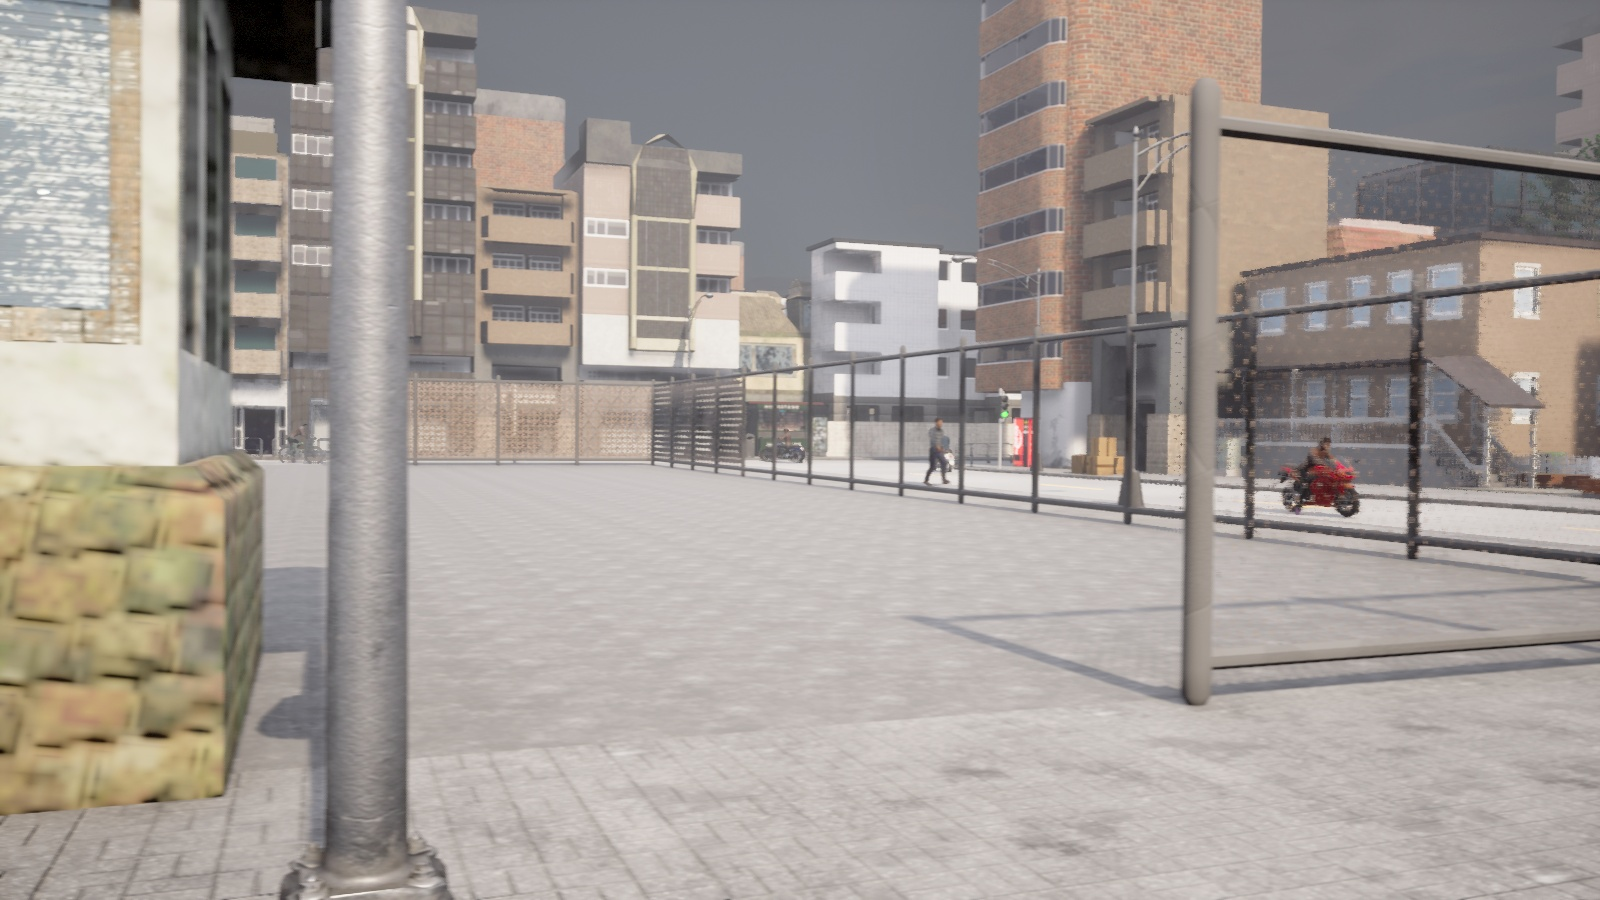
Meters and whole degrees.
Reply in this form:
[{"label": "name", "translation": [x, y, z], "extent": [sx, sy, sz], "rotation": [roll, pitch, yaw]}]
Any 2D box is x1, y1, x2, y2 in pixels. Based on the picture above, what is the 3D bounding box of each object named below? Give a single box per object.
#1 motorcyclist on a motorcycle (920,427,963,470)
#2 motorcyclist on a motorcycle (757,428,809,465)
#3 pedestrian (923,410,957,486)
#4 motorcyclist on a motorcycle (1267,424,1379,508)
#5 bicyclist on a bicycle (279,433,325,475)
[{"label": "motorcyclist on a motorcycle", "translation": [5.364, -0.078, 47.557], "extent": [0.866, 1.590, 1.817], "rotation": [-1, 1, -21]}, {"label": "motorcyclist on a motorcycle", "translation": [-0.789, -0.174, 57.372], "extent": [2.350, 1.649, 0.766], "rotation": [0, 2, 35]}, {"label": "pedestrian", "translation": [3.649, -0.066, 32.763], "extent": [0.423, 1.949, 0.788], "rotation": [-1, 1, -39]}, {"label": "motorcyclist on a motorcycle", "translation": [10.003, 0.282, 24.101], "extent": [0.797, 1.523, 2.044], "rotation": [-1, 1, -21]}, {"label": "bicyclist on a bicycle", "translation": [-19.573, 0.159, 49.363], "extent": [1.656, 1.620, 0.582], "rotation": [-1, 1, -21]}]
